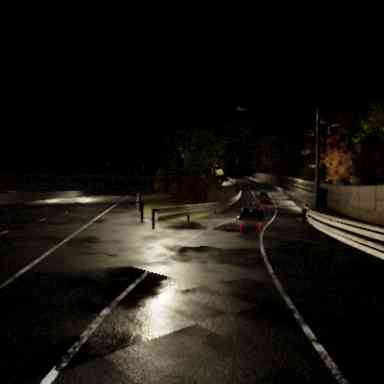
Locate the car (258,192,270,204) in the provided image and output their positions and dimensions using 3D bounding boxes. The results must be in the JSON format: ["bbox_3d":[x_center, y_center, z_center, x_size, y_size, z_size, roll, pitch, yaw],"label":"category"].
[{"bbox_3d":[12.594,1.332,57.903,1.812,1.442,4.674,1,3,11],"label":"car"}]

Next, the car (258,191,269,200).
[{"bbox_3d":[14.552,0.660,67.771,2.033,1.411,5.357,1,4,10],"label":"car"}]

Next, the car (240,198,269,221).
[{"bbox_3d":[5.908,1.727,31.998,2.097,1.767,4.553,1,0,17],"label":"car"}]

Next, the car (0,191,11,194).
[{"bbox_3d":[-31.364,0.568,55.096,2.097,1.767,4.553,0,1,-9],"label":"car"}]
